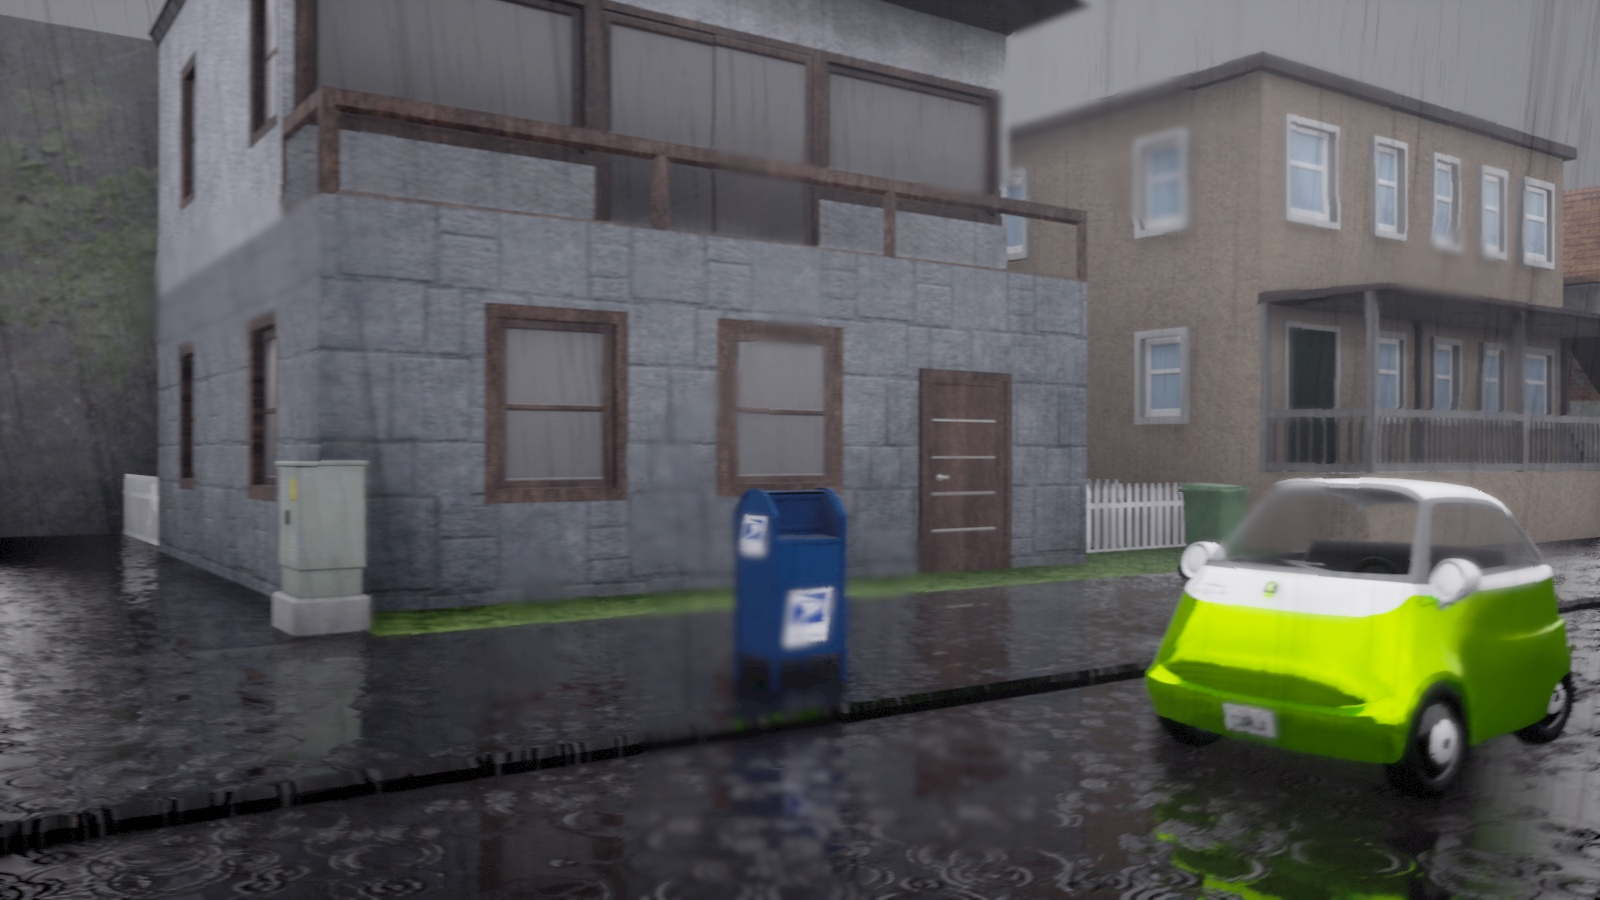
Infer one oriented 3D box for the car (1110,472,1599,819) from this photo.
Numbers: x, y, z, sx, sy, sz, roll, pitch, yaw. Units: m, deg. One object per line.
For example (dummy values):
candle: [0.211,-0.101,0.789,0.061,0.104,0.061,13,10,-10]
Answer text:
car: [2.878,0.809,6.306,2.207,1.376,1.481,0,0,-35]
